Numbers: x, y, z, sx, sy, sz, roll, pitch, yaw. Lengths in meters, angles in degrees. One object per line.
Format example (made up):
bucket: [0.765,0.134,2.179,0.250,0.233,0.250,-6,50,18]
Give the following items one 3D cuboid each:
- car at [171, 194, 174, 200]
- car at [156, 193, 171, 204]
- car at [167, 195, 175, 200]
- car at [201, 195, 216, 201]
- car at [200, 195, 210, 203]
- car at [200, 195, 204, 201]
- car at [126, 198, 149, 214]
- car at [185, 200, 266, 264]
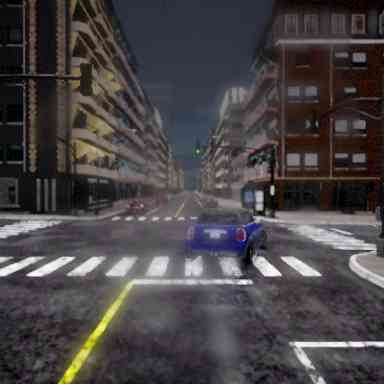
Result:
car: [-5.663,1.459,74.153,1.752,1.417,4.829,0,0,0]
car: [-5.669,1.258,63.045,2.192,1.841,5.009,0,0,0]
car: [-5.656,1.468,91.239,2.008,1.369,4.403,0,0,0]
car: [2.705,1.508,46.120,2.008,1.369,4.403,0,0,0]
car: [2.714,1.378,68.675,1.967,1.590,4.097,0,0,0]
car: [2.708,1.498,51.758,1.887,1.381,4.507,0,0,0]
car: [-5.680,1.408,34.852,1.967,1.590,4.097,0,0,0]
car: [1.387,1.340,12.108,2.097,1.767,4.553,0,0,19]
